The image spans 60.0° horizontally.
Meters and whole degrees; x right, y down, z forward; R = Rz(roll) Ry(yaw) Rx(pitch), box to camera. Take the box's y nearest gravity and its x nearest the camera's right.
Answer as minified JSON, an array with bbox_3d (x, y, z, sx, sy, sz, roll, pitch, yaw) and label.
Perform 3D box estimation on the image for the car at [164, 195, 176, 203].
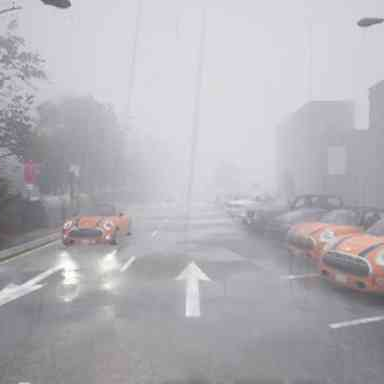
[{"bbox_3d":[-3.981,1.203,59.696,1.882,1.535,5.008,0,0,0],"label":"car"}]

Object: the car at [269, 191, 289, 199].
[{"bbox_3d":[24.050,0.839,92.163,2.435,2.045,5.566,0,-1,-21],"label":"car"}]

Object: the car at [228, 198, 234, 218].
[{"bbox_3d":[5.180,1.351,19.908,5.366,1.575,1.946,1,1,-20],"label":"car"}]

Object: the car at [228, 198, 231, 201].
[{"bbox_3d":[5.336,1.369,22.966,4.792,1.488,2.163,1,1,-20],"label":"car"}]

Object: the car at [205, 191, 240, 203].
[{"bbox_3d":[5.446,0.942,59.038,5.566,2.045,2.435,1,0,-20],"label":"car"}]

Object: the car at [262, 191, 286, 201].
[{"bbox_3d":[18.420,0.894,75.024,2.435,2.045,5.566,0,1,-21],"label":"car"}]

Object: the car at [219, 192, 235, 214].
[{"bbox_3d":[5.352,1.073,25.966,5.566,2.045,2.435,1,1,-20],"label":"car"}]

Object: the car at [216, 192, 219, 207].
[{"bbox_3d":[5.373,1.157,34.982,4.553,1.767,2.185,1,0,-20],"label":"car"}]

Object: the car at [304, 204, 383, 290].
[{"bbox_3d":[5.351,1.304,7.974,4.553,1.767,2.185,1,1,-20],"label":"car"}]

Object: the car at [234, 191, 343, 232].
[{"bbox_3d":[5.334,1.122,16.949,5.566,2.045,2.435,1,1,-20],"label":"car"}]

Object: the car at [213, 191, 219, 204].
[{"bbox_3d":[5.453,1.134,40.999,4.553,1.767,2.185,1,0,-20],"label":"car"}]

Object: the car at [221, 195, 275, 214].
[{"bbox_3d":[5.364,1.170,31.980,4.553,1.767,2.185,1,0,-20],"label":"car"}]

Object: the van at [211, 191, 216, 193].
[{"bbox_3d":[5.539,1.013,47.047,4.442,1.987,1.878,1,0,-20],"label":"van"}]

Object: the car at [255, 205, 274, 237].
[{"bbox_3d":[5.331,1.431,13.973,4.674,1.452,2.002,1,0,-20],"label":"car"}]

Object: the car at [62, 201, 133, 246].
[{"bbox_3d":[-3.994,1.252,14.655,2.097,1.767,4.553,0,0,0],"label":"car"}]

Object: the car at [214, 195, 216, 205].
[{"bbox_3d":[5.413,1.311,37.991,4.674,1.452,2.002,1,0,-20],"label":"car"}]

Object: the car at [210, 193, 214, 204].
[{"bbox_3d":[5.416,1.248,44.002,5.008,1.535,2.097,1,0,-20],"label":"car"}]

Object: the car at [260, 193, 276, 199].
[{"bbox_3d":[21.027,1.118,92.084,2.163,1.488,4.792,0,-1,-21],"label":"car"}]

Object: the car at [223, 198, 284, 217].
[{"bbox_3d":[5.360,1.339,28.967,4.792,1.488,2.163,1,1,-20],"label":"car"}]

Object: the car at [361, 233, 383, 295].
[{"bbox_3d":[5.284,1.479,4.955,4.792,1.488,2.163,1,1,-20],"label":"car"}]

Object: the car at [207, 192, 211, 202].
[{"bbox_3d":[5.253,1.210,52.946,5.366,1.575,1.946,1,0,-20],"label":"car"}]

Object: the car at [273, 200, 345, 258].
[{"bbox_3d":[5.359,1.284,10.975,4.553,1.767,2.185,1,1,-20],"label":"car"}]

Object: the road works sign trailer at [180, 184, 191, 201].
[{"bbox_3d":[-0.978,0.116,74.741,2.880,3.560,2.380,0,0,-41],"label":"road works sign trailer"}]
